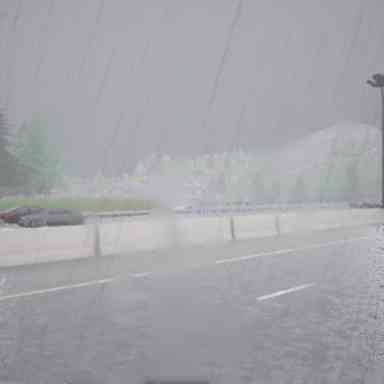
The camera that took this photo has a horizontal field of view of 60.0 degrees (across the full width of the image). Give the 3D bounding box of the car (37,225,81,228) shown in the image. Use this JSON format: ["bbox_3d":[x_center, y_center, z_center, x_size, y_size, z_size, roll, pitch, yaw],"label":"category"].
[{"bbox_3d":[-9.663,1.798,23.028,4.181,1.385,1.994,0,-1,-37],"label":"car"}]
